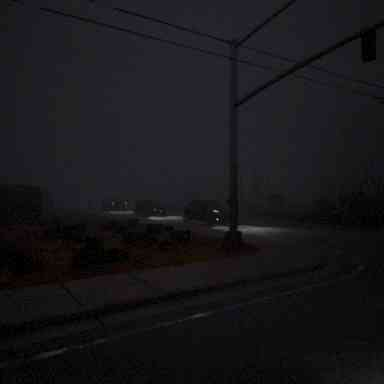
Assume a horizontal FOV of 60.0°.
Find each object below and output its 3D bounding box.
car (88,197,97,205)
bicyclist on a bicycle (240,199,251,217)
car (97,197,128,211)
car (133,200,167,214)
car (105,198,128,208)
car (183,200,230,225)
[{"bbox_3d":[-16.898,1.589,58.708,1.994,1.385,4.181,0,0,-33],"label":"car"},{"bbox_3d":[5.097,1.504,31.216,1.656,1.620,0.582,0,0,-33],"label":"bicyclist on a bicycle"},{"bbox_3d":[-9.603,1.366,40.867,2.097,1.767,4.553,0,0,-33],"label":"car"},{"bbox_3d":[-4.156,1.521,32.441,1.837,1.490,4.892,0,0,-33],"label":"car"},{"bbox_3d":[-11.426,1.628,50.363,1.895,1.301,4.718,0,0,-32],"label":"car"},{"bbox_3d":[1.243,1.370,24.114,2.097,1.767,4.553,0,0,-33],"label":"car"}]
